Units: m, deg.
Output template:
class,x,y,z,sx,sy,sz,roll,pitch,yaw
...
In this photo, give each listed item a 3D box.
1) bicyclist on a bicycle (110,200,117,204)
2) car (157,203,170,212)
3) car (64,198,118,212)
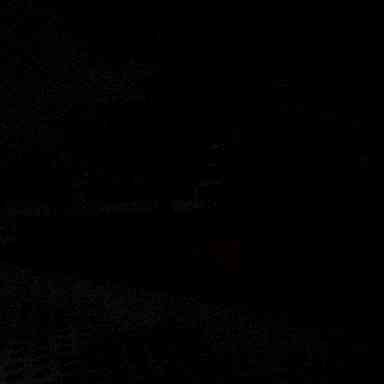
class,x,y,z,sx,sy,sz,roll,pitch,yaw
bicyclist on a bicycle,-5.257,1.343,22.500,1.656,1.620,0.582,-3,-2,24
car,-3.249,2.058,40.959,2.128,1.511,4.902,-3,-2,25
car,-8.635,1.586,29.200,2.150,2.045,5.566,-3,-2,25
